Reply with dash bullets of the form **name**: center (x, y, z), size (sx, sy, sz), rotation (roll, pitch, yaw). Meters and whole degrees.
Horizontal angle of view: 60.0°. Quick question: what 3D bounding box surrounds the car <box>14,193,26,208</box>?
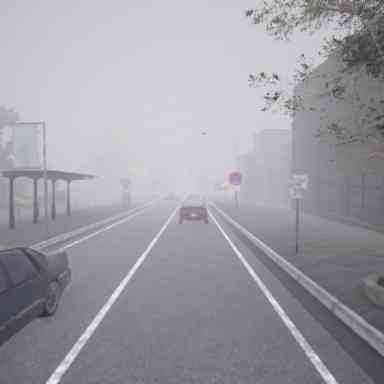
- **car**: center (-22.145, 1.192, 37.810), size (4.792, 1.488, 2.163), rotation (0, 0, 0)

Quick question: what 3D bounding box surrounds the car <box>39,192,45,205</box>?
- **car**: center (-22.153, 1.147, 43.362), size (4.792, 1.488, 2.163), rotation (0, 0, 0)

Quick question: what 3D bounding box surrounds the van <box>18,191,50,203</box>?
- **van**: center (-22.010, 0.869, 46.133), size (4.442, 1.987, 1.878), rotation (0, 0, 0)

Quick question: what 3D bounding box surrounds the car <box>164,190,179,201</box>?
- **car**: center (-3.263, 0.532, 53.673), size (2.097, 1.767, 4.553), rotation (0, 2, 0)

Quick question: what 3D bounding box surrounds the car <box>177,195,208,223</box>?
- **car**: center (0.098, 1.261, 23.348), size (1.882, 1.535, 5.008), rotation (0, 1, 0)

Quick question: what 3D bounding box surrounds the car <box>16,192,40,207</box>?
- **car**: center (-21.934, 1.137, 40.585), size (5.366, 1.575, 1.946), rotation (0, 0, 0)

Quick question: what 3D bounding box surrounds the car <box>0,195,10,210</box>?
- **car**: center (-22.106, 1.186, 35.036), size (4.892, 1.521, 2.231), rotation (0, 0, 0)

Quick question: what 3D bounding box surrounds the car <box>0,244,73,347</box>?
- **car**: center (-3.351, 1.509, 4.566), size (2.033, 1.411, 5.357), rotation (0, 0, 0)

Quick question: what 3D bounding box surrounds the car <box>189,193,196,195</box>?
- **car**: center (0.097, 0.925, 41.647), size (1.801, 1.575, 5.366), rotation (0, 1, 0)
